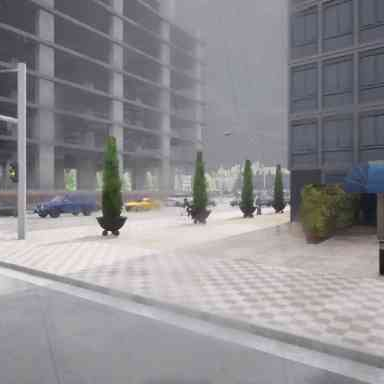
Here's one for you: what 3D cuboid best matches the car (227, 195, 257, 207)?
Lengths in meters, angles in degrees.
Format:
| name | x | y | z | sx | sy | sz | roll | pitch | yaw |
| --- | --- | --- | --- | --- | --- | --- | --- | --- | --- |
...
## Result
| name | x | y | z | sx | sy | sz | roll | pitch | yaw |
| --- | --- | --- | --- | --- | --- | --- | --- | --- | --- |
| car | 7.626 | 1.601 | 50.609 | 1.895 | 1.301 | 4.718 | 0 | 0 | 36 |

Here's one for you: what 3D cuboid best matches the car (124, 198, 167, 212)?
| name | x | y | z | sx | sy | sz | roll | pitch | yaw |
| --- | --- | --- | --- | --- | --- | --- | --- | --- | --- |
| car | -5.601 | 1.478 | 38.533 | 1.882 | 1.535 | 5.008 | 0 | 0 | 36 |

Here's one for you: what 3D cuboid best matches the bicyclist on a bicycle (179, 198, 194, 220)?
| name | x | y | z | sx | sy | sz | roll | pitch | yaw |
| --- | --- | --- | --- | --- | --- | --- | --- | --- | --- |
| bicyclist on a bicycle | -0.367 | 1.301 | 25.316 | 1.656 | 1.620 | 0.582 | 0 | 0 | 36 |

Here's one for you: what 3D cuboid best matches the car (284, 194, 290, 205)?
| name | x | y | z | sx | sy | sz | roll | pitch | yaw |
| --- | --- | --- | --- | --- | --- | --- | --- | --- | --- |
| car | 17.127 | 1.491 | 57.722 | 2.128 | 1.511 | 4.902 | 0 | 0 | 36 |

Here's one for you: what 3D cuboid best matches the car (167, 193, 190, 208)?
| name | x | y | z | sx | sy | sz | roll | pitch | yaw |
| --- | --- | --- | --- | --- | --- | --- | --- | --- | --- |
| car | -2.016 | 1.217 | 49.451 | 2.150 | 2.045 | 5.566 | 0 | 1 | 36 |

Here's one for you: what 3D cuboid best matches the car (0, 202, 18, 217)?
| name | x | y | z | sx | sy | sz | roll | pitch | yaw |
| --- | --- | --- | --- | --- | --- | --- | --- | --- | --- |
| car | -16.970 | 1.564 | 28.775 | 1.994 | 1.385 | 4.181 | 0 | 0 | 36 |

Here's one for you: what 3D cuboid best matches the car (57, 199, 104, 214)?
| name | x | y | z | sx | sy | sz | roll | pitch | yaw |
| --- | --- | --- | --- | --- | --- | --- | --- | --- | --- |
| car | -11.910 | 1.526 | 35.776 | 1.812 | 1.442 | 4.674 | 0 | 0 | 36 |

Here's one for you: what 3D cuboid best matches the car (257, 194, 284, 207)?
| name | x | y | z | sx | sy | sz | roll | pitch | yaw |
| --- | --- | --- | --- | --- | --- | --- | --- | --- | --- |
| car | 11.612 | 1.491 | 50.074 | 2.128 | 1.511 | 4.902 | 0 | 0 | 36 |

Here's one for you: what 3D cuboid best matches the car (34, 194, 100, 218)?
| name | x | y | z | sx | sy | sz | roll | pitch | yaw |
| --- | --- | --- | --- | --- | --- | --- | --- | --- | --- |
| car | -11.455 | 1.221 | 30.432 | 2.150 | 2.045 | 5.566 | 0 | 0 | 36 |

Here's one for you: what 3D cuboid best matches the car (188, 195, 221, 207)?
| name | x | y | z | sx | sy | sz | roll | pitch | yaw |
| --- | --- | --- | --- | --- | --- | --- | --- | --- | --- |
| car | 1.850 | 1.526 | 48.807 | 1.812 | 1.442 | 4.674 | 0 | 0 | 36 |
